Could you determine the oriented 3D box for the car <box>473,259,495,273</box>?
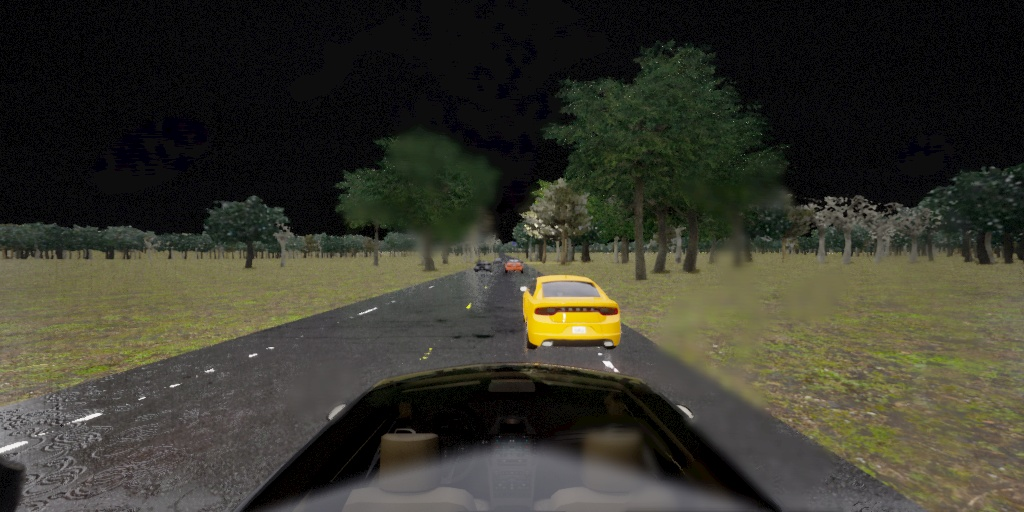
[{"bbox_3d":[-3.420,1.286,43.001,1.994,1.385,4.181,0,0,0],"label":"car"}]

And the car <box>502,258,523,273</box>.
[{"bbox_3d":[0.264,1.073,43.113,2.097,1.767,4.553,0,0,0],"label":"car"}]

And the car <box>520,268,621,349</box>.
[{"bbox_3d":[1.262,1.227,9.164,1.882,1.535,5.008,0,0,0],"label":"car"}]
